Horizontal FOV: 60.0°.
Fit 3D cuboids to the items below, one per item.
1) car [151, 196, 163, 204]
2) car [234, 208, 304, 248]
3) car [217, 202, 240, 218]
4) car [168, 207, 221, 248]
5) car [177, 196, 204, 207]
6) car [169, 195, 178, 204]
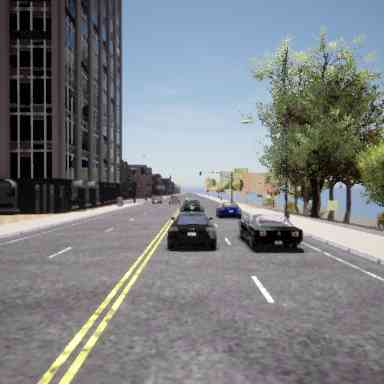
[{"bbox_3d":[-6.501,1.512,62.625,2.128,1.511,4.902,0,0,0],"label":"car"},{"bbox_3d":[3.250,1.612,14.682,1.895,1.301,4.718,0,0,0],"label":"car"},{"bbox_3d":[3.250,1.565,29.653,1.994,1.385,4.181,0,0,0],"label":"car"},{"bbox_3d":[0.000,1.568,14.652,1.994,1.385,4.181,0,0,0],"label":"car"},{"bbox_3d":[0.000,1.359,29.622,2.097,1.767,4.553,0,0,0],"label":"car"},{"bbox_3d":[-3.250,1.394,62.654,2.097,1.767,4.553,0,0,0],"label":"car"}]
